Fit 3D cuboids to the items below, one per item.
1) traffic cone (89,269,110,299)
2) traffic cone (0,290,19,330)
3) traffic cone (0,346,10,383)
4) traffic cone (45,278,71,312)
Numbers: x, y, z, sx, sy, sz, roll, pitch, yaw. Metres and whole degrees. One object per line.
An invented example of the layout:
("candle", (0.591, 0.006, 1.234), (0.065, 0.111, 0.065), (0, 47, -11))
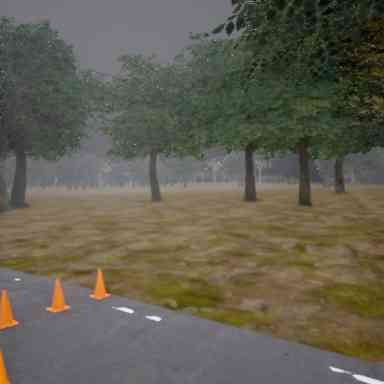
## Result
("traffic cone", (-2.039, 1.998, 7.337), (0.340, 0.580, 0.340), (0, 0, 36))
("traffic cone", (-3.217, 1.987, 5.721), (0.340, 0.580, 0.340), (0, 0, 36))
("traffic cone", (-2.190, 1.976, 3.735), (0.340, 0.580, 0.340), (0, 0, 36))
("traffic cone", (-2.628, 1.993, 6.529), (0.340, 0.580, 0.340), (0, 0, 36))
